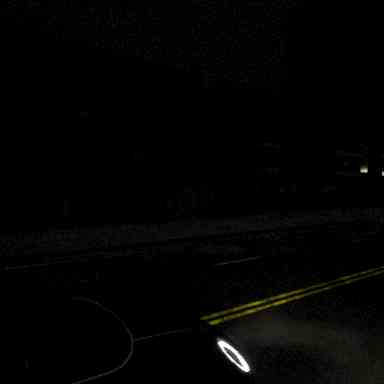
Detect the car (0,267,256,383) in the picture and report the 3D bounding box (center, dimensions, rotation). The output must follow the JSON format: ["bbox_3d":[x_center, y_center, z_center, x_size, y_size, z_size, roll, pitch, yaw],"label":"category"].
[{"bbox_3d":[-1.643,1.354,2.269,4.553,1.767,2.097,-1,0,-35],"label":"car"}]
